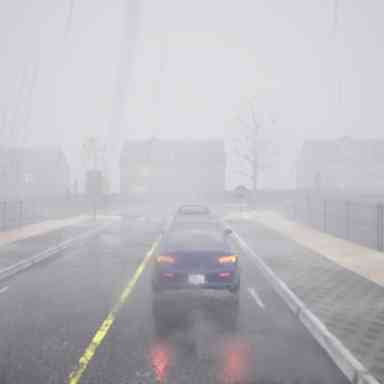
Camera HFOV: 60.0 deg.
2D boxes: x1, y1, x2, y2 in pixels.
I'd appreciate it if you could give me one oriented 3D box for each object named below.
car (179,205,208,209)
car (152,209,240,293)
[{"bbox_3d":[0.097,1.321,17.730,1.895,1.301,4.718,0,1,2],"label":"car"},{"bbox_3d":[0.078,1.389,8.369,1.812,1.442,4.674,0,1,0],"label":"car"}]
